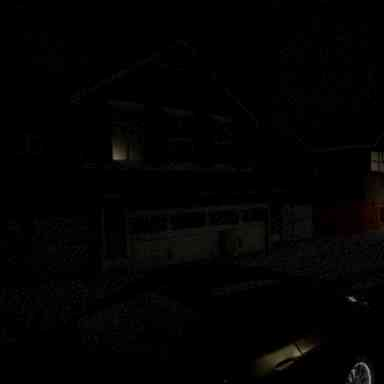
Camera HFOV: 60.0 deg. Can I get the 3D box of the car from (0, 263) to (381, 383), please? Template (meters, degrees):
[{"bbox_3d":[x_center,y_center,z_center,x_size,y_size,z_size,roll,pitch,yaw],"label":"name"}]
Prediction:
[{"bbox_3d":[-0.006,1.514,3.112,4.674,1.442,1.812,-1,0,-36],"label":"car"}]
